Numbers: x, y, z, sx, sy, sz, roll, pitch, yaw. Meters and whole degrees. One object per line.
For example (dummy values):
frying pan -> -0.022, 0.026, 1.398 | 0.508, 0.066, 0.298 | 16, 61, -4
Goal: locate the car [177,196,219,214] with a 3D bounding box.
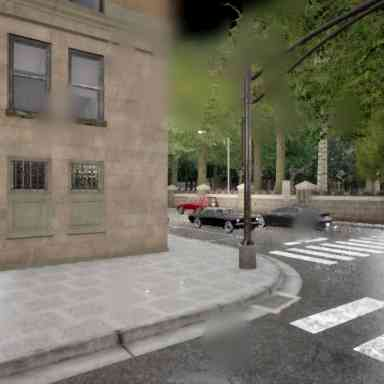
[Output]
car -> 0.571, 1.285, 31.798 | 2.192, 1.841, 5.009 | 0, 0, -35

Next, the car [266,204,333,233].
car -> 5.830, 1.492, 19.718 | 1.837, 1.490, 4.892 | -2, 1, -37

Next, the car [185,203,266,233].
car -> 1.816, 1.586, 19.855 | 1.895, 1.301, 4.718 | 0, 0, -35
